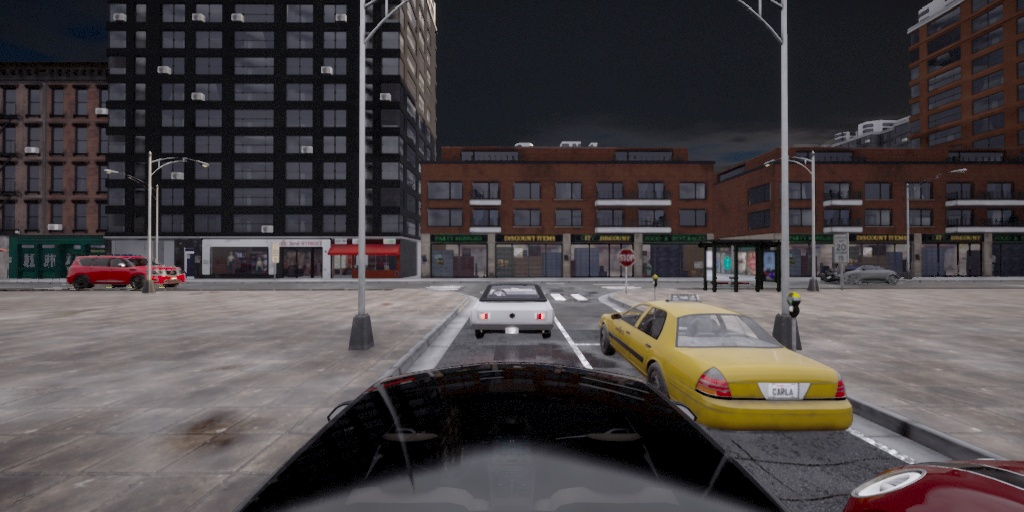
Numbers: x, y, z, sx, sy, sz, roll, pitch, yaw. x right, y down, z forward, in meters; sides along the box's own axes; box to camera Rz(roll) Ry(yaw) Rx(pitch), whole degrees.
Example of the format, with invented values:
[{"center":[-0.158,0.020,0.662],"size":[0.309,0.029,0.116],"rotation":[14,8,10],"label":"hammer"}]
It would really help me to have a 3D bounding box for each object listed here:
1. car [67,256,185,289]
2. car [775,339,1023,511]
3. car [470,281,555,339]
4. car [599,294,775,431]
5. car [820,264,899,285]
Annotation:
[{"center":[-23.183,0.997,21.640],"size":[5.566,2.045,2.150],"rotation":[0,0,0],"label":"car"},{"center":[2.642,1.190,0.192],"size":[1.967,1.591,4.097],"rotation":[0,0,0],"label":"car"},{"center":[0.054,1.351,10.088],"size":[1.895,1.301,4.718],"rotation":[0,0,1],"label":"car"},{"center":[2.634,1.275,5.800],"size":[1.751,1.417,4.829],"rotation":[0,0,0],"label":"car"},{"center":[23.935,1.274,24.792],"size":[4.181,1.385,1.994],"rotation":[0,0,0],"label":"car"}]
